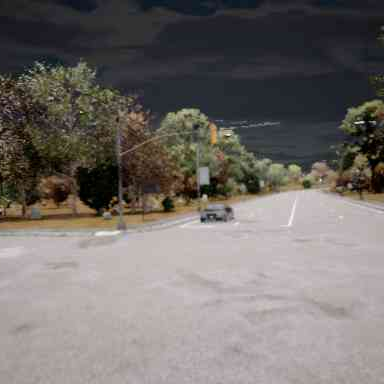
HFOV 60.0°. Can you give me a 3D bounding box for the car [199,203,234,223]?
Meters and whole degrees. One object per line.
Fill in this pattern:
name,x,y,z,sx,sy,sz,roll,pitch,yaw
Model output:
car,1.945,1.533,25.190,1.994,1.385,4.181,-2,0,18
